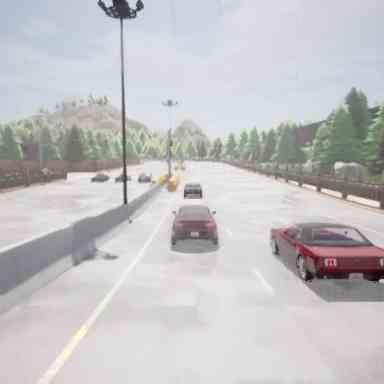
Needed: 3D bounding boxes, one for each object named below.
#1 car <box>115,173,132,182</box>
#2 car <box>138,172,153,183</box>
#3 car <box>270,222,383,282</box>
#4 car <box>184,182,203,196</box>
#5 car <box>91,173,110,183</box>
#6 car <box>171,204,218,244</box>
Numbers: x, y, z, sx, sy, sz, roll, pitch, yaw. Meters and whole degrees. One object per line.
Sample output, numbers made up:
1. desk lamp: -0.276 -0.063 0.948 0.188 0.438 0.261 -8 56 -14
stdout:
1. car: -10.411 -2.154 50.596 1.895 1.301 4.718 0 7 0
2. car: -6.921 -2.242 49.832 2.128 1.511 4.902 0 6 1
3. car: 3.601 1.504 9.491 1.895 1.301 4.718 0 2 0
4. car: 0.111 -0.371 34.380 1.895 1.301 4.718 0 6 0
5. car: -13.911 -2.154 50.616 1.895 1.301 4.718 0 7 0
6. car: 0.101 1.252 14.274 1.812 1.442 4.674 0 3 0
